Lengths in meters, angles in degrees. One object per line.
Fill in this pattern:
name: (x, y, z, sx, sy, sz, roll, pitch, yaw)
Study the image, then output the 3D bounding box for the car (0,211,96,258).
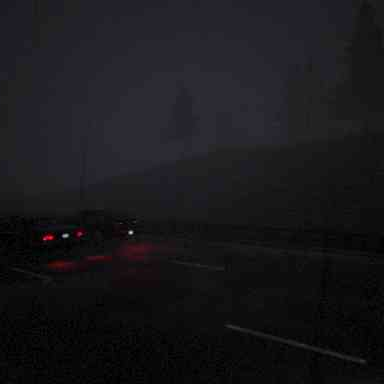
car: (-6.361, 1.548, 12.824, 5.357, 1.411, 2.033, 0, 0, 36)

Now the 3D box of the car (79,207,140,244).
car: (-4.633, 1.506, 15.894, 4.892, 1.490, 1.837, 0, 0, 35)
